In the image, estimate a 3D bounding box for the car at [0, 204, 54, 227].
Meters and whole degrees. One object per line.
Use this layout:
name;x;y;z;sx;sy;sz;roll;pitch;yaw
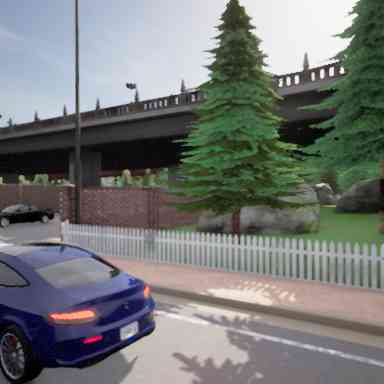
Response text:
car;-12.856;1.693;24.908;1.882;1.535;5.008;0;0;32

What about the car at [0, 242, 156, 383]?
car;-2.700;1.559;5.364;4.674;1.442;1.812;0;0;33
